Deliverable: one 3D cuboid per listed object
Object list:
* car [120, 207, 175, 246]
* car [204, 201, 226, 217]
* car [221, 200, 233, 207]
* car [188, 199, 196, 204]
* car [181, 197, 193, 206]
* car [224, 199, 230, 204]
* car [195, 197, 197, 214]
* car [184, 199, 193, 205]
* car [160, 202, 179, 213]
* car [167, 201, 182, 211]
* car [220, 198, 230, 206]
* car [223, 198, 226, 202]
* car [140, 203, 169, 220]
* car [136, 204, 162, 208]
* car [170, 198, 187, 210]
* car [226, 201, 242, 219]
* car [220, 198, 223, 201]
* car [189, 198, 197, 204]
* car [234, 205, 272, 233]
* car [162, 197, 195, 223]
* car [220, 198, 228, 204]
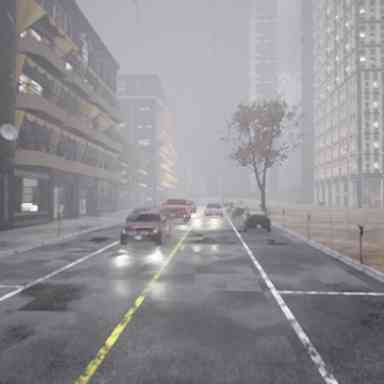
[{"bbox_3d":[-2.122,1.688,16.329,1.812,1.442,4.674,0,-1,4],"label":"car"},{"bbox_3d":[2.310,1.965,35.292,1.895,1.301,4.718,0,-1,4],"label":"car"},{"bbox_3d":[6.892,2.242,65.829,2.008,1.369,4.403,1,-1,4],"label":"car"},{"bbox_3d":[-0.032,2.483,88.603,1.947,1.339,4.313,1,-1,4],"label":"car"},{"bbox_3d":[-1.107,2.055,71.932,2.192,1.841,5.009,1,-1,4],"label":"car"},{"bbox_3d":[5.463,1.983,43.769,1.752,1.417,4.829,1,-1,4],"label":"car"},{"bbox_3d":[-0.517,1.776,41.211,2.097,1.767,4.553,0,-1,4],"label":"car"},{"bbox_3d":[-0.752,2.343,77.487,1.887,1.381,4.507,1,-1,4],"label":"car"},{"bbox_3d":[-2.911,2.012,44.142,1.947,1.339,4.313,1,-1,4],"label":"car"},{"bbox_3d":[-2.561,2.028,49.530,1.752,1.417,4.829,1,-1,4],"label":"car"},{"bbox_3d":[7.613,2.249,76.946,1.967,1.590,4.097,1,-1,4],"label":"car"},{"bbox_3d":[6.532,2.183,60.273,2.008,1.369,4.403,1,-1,4],"label":"car"},{"bbox_3d":[-3.631,1.881,33.026,2.008,1.369,4.403,1,-1,4],"label":"car"},{"bbox_3d":[-3.990,1.838,27.468,1.947,1.339,4.313,1,-1,4],"label":"car"},{"bbox_3d":[-2.186,1.878,55.260,2.192,1.841,5.009,1,-1,4],"label":"car"},{"bbox_3d":[4.732,1.891,32.483,2.008,1.369,4.403,1,-1,4],"label":"car"},{"bbox_3d":[2.966,1.950,45.581,1.882,1.535,5.008,0,-1,4],"label":"car"},{"bbox_3d":[0.328,2.528,94.161,2.008,1.369,4.403,1,-1,4],"label":"car"},{"bbox_3d":[4.012,1.776,21.368,2.008,1.369,4.403,1,-1,4],"label":"car"},{"bbox_3d":[-1.285,1.517,29.011,2.150,2.045,5.566,0,-1,5],"label":"car"},{"bbox_3d":[8.333,2.368,88.062,1.967,1.590,4.097,1,-1,4],"label":"car"}]
